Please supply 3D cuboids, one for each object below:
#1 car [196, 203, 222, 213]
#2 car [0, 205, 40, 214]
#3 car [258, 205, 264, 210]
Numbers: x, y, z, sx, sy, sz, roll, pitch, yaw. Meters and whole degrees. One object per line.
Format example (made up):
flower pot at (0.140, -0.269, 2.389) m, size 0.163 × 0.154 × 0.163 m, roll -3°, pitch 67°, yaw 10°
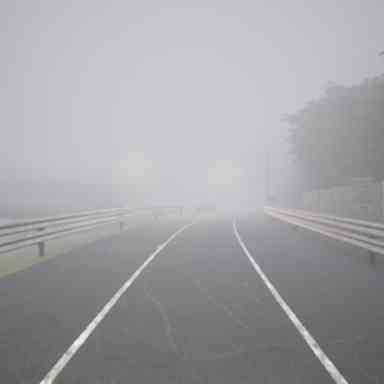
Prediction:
car at (2.774, 2.854, 60.124) m, size 2.097 × 1.767 × 4.553 m, roll -2°, pitch -3°, yaw 38°
car at (-20.156, 2.188, 38.308) m, size 4.718 × 1.301 × 1.895 m, roll 2°, pitch -3°, yaw -36°
car at (18.424, 4.139, 87.178) m, size 1.994 × 1.385 × 4.181 m, roll -1°, pitch -2°, yaw 20°
